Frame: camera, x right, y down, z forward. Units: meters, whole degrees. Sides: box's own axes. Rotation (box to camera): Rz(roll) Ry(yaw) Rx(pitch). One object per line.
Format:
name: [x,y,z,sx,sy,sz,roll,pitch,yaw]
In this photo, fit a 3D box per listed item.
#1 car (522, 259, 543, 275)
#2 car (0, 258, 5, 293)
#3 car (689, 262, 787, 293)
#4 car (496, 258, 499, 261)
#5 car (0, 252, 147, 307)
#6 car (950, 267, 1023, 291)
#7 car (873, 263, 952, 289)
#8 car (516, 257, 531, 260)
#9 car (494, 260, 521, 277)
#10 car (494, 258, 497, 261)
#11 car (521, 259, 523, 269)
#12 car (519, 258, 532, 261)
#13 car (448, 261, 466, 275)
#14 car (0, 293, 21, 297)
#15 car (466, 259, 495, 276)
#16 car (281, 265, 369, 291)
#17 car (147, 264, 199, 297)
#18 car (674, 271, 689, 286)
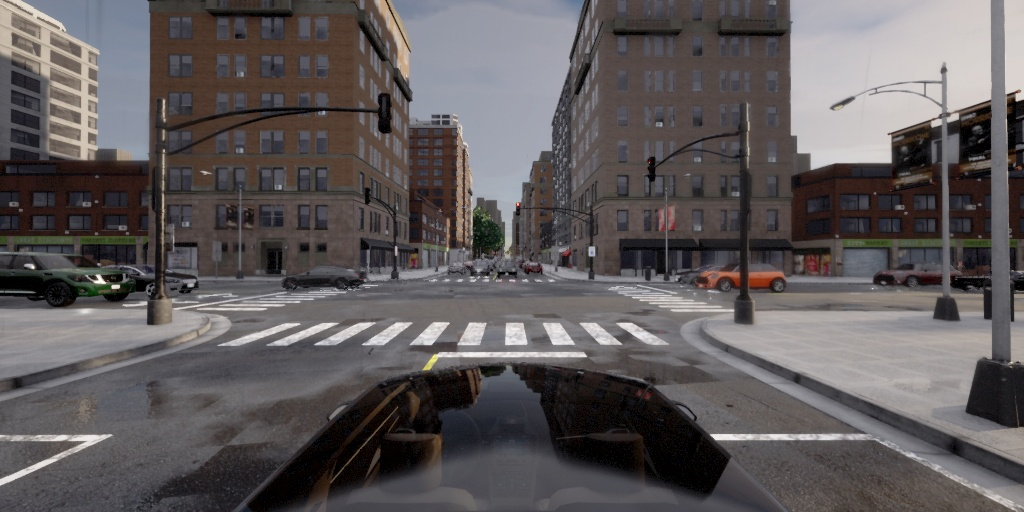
car: [2.463,1.324,39.947,1.888,1.381,4.507,0,0,-1]
car: [-28.382,0.979,17.397,4.553,1.767,2.097,0,0,-1]
car: [13.392,1.181,21.170,4.553,1.767,2.097,0,0,0]
car: [-3.485,1.322,57.784,1.837,1.490,4.892,0,0,0]
car: [-18.473,0.859,14.224,5.566,2.045,2.150,0,0,0]
car: [29.393,1.500,21.290,4.718,1.301,1.895,0,0,0]
car: [27.666,1.269,24.527,4.553,1.767,2.097,0,0,0]
car: [2.275,1.128,56.467,2.192,1.841,5.009,0,0,-1]
car: [-0.372,1.374,35.734,1.895,1.301,4.718,0,0,2]
car: [-3.374,1.340,47.403,2.033,1.411,5.357,0,0,-1]
car: [2.400,1.354,45.454,1.948,1.339,4.313,0,0,-1]
car: [2.335,1.325,51.131,1.751,1.417,4.829,0,0,-1]
car: [-6.062,1.329,39.854,2.007,1.370,4.403,0,0,-1]
car: [-5.855,1.190,1.494,1.967,1.591,4.097,0,0,0]
car: [-3.266,1.268,37.599,2.128,1.511,4.902,0,0,0]
car: [-10.867,1.249,20.979,4.674,1.442,1.812,0,0,0]
car: [-18.124,1.156,17.469,4.902,1.511,2.128,0,0,-1]
car: [13.692,1.346,24.437,4.902,1.511,2.128,0,0,0]
